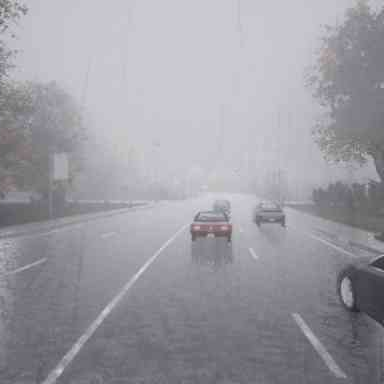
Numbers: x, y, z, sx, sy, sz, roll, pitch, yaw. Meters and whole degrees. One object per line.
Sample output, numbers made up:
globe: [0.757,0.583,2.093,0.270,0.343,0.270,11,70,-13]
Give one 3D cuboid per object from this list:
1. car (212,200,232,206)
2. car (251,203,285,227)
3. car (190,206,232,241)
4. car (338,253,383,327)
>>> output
car: [3.042,1.503,34.266,2.033,1.411,5.357,0,0,8]
car: [5.158,1.493,22.795,2.128,1.511,4.902,0,0,6]
car: [1.016,1.598,16.714,1.895,1.301,4.718,0,0,5]
car: [3.782,1.514,4.776,1.837,1.490,4.892,0,0,2]
